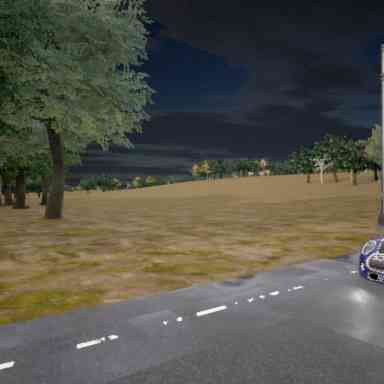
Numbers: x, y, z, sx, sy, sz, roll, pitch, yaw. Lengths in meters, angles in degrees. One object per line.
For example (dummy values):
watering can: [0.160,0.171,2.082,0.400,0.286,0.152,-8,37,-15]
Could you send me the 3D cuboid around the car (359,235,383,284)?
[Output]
car: [6.238,1.325,8.455,4.553,1.767,2.097,0,0,-36]
